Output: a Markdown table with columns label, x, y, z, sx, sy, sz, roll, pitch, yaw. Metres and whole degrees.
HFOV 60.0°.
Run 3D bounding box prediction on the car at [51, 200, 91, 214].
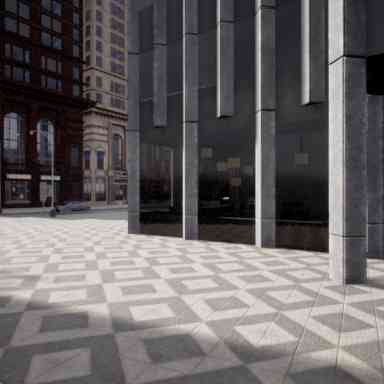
| label | x | y | z | sx | sy | sz | roll | pitch | yaw |
| --- | --- | --- | --- | --- | --- | --- | --- | --- | --- |
| car | -13.419 | 1.636 | 37.007 | 1.994 | 1.385 | 4.181 | 0 | 0 | 35 |
